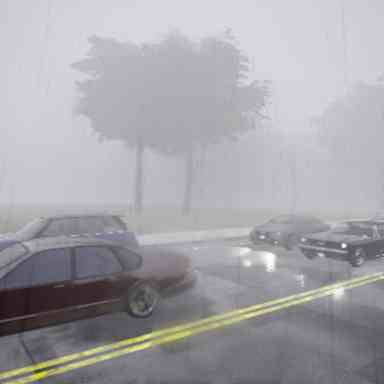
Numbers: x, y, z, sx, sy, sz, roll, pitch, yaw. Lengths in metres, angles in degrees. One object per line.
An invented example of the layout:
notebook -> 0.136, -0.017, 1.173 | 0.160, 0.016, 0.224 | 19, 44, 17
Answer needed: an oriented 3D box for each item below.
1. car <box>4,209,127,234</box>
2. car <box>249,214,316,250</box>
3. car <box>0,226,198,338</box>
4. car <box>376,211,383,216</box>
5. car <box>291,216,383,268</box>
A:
car -> -3.699, 1.373, 9.024 | 4.553, 1.767, 2.097 | 1, 0, -35
car -> 4.528, 1.695, 14.894 | 4.181, 1.385, 1.994 | 1, 0, -36
car -> -2.452, 1.561, 5.927 | 5.357, 1.411, 2.033 | 1, 0, -35
car -> 13.081, 1.733, 20.960 | 4.902, 1.511, 2.128 | 1, 0, -35
car -> 5.934, 1.726, 11.911 | 4.718, 1.301, 1.895 | 1, 0, -35
